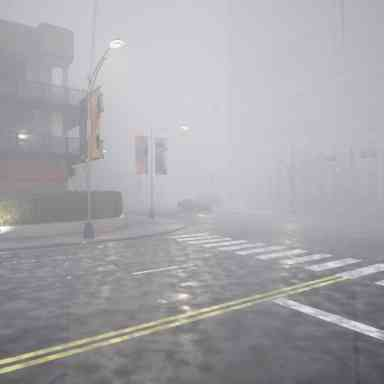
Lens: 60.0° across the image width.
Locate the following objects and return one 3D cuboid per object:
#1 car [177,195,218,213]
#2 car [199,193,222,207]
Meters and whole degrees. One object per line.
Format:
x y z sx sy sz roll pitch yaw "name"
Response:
0.267 1.478 37.130 1.882 1.535 5.008 0 0 -35 "car"
2.035 1.221 48.838 2.150 2.045 5.566 0 0 -33 "car"
